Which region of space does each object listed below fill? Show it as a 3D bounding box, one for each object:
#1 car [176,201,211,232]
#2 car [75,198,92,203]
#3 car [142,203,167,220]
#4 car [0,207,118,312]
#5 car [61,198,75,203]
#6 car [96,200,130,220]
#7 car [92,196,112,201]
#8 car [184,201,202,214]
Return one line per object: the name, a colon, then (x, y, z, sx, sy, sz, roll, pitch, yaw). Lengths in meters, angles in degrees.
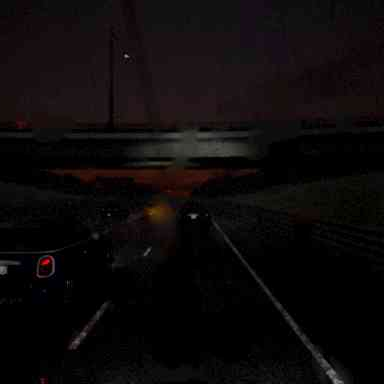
car: (0.100, 1.515, 21.616, 2.097, 1.767, 4.553, 0, 0, 0)
car: (-21.000, 2.065, 66.315, 1.837, 1.490, 4.892, 0, -1, 0)
car: (-3.400, 1.709, 30.482, 1.882, 1.535, 5.008, 0, 0, 0)
car: (-3.399, 1.413, 8.005, 2.097, 1.767, 4.553, 0, 0, 0)
car: (-24.501, 2.042, 66.315, 1.882, 1.535, 5.008, 0, -1, 0)
car: (-6.900, 1.720, 30.141, 2.128, 1.511, 4.902, 0, 0, 0)
car: (-17.500, 1.794, 66.330, 2.150, 2.045, 5.566, 0, -1, 0)
car: (0.085, 1.871, 41.333, 2.033, 1.411, 5.357, 0, -1, 0)
